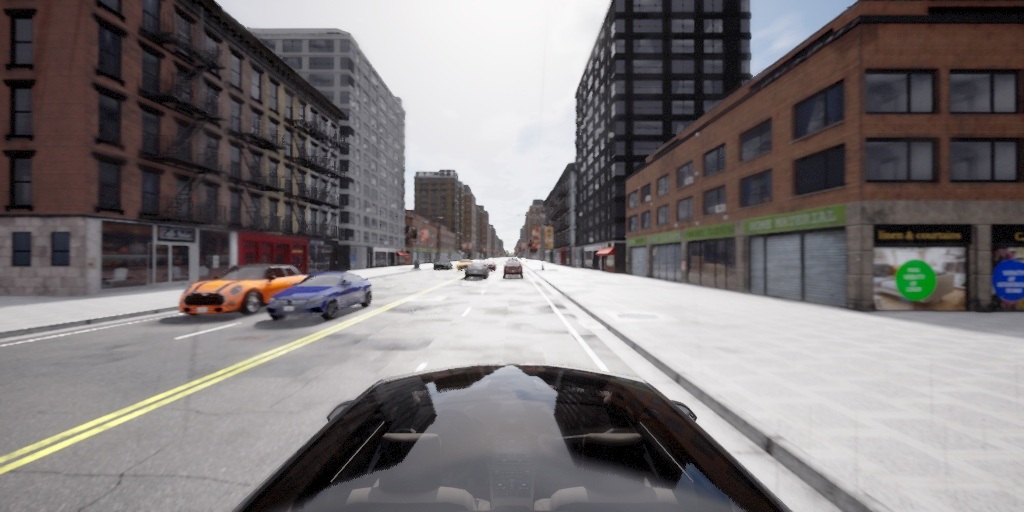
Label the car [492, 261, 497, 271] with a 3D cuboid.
[{"bbox_3d":[-3.138,1.370,49.810,1.895,1.301,4.718,0,0,0],"label":"car"}]

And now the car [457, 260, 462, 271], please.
[{"bbox_3d":[-6.514,1.247,50.133,1.882,1.535,5.008,0,0,1],"label":"car"}]

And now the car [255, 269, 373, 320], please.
[{"bbox_3d":[-6.497,1.280,12.771,1.812,1.442,4.674,0,0,0],"label":"car"}]

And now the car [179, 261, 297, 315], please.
[{"bbox_3d":[-9.747,1.106,13.528,2.097,1.767,4.553,0,0,0],"label":"car"}]

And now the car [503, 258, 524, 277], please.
[{"bbox_3d":[0.111,1.240,35.243,1.882,1.535,5.008,0,0,0],"label":"car"}]

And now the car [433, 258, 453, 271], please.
[{"bbox_3d":[-9.757,1.120,50.861,2.097,1.767,4.553,0,0,0],"label":"car"}]

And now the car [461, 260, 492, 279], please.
[{"bbox_3d":[-3.143,1.325,32.692,1.994,1.385,4.181,0,0,0],"label":"car"}]
